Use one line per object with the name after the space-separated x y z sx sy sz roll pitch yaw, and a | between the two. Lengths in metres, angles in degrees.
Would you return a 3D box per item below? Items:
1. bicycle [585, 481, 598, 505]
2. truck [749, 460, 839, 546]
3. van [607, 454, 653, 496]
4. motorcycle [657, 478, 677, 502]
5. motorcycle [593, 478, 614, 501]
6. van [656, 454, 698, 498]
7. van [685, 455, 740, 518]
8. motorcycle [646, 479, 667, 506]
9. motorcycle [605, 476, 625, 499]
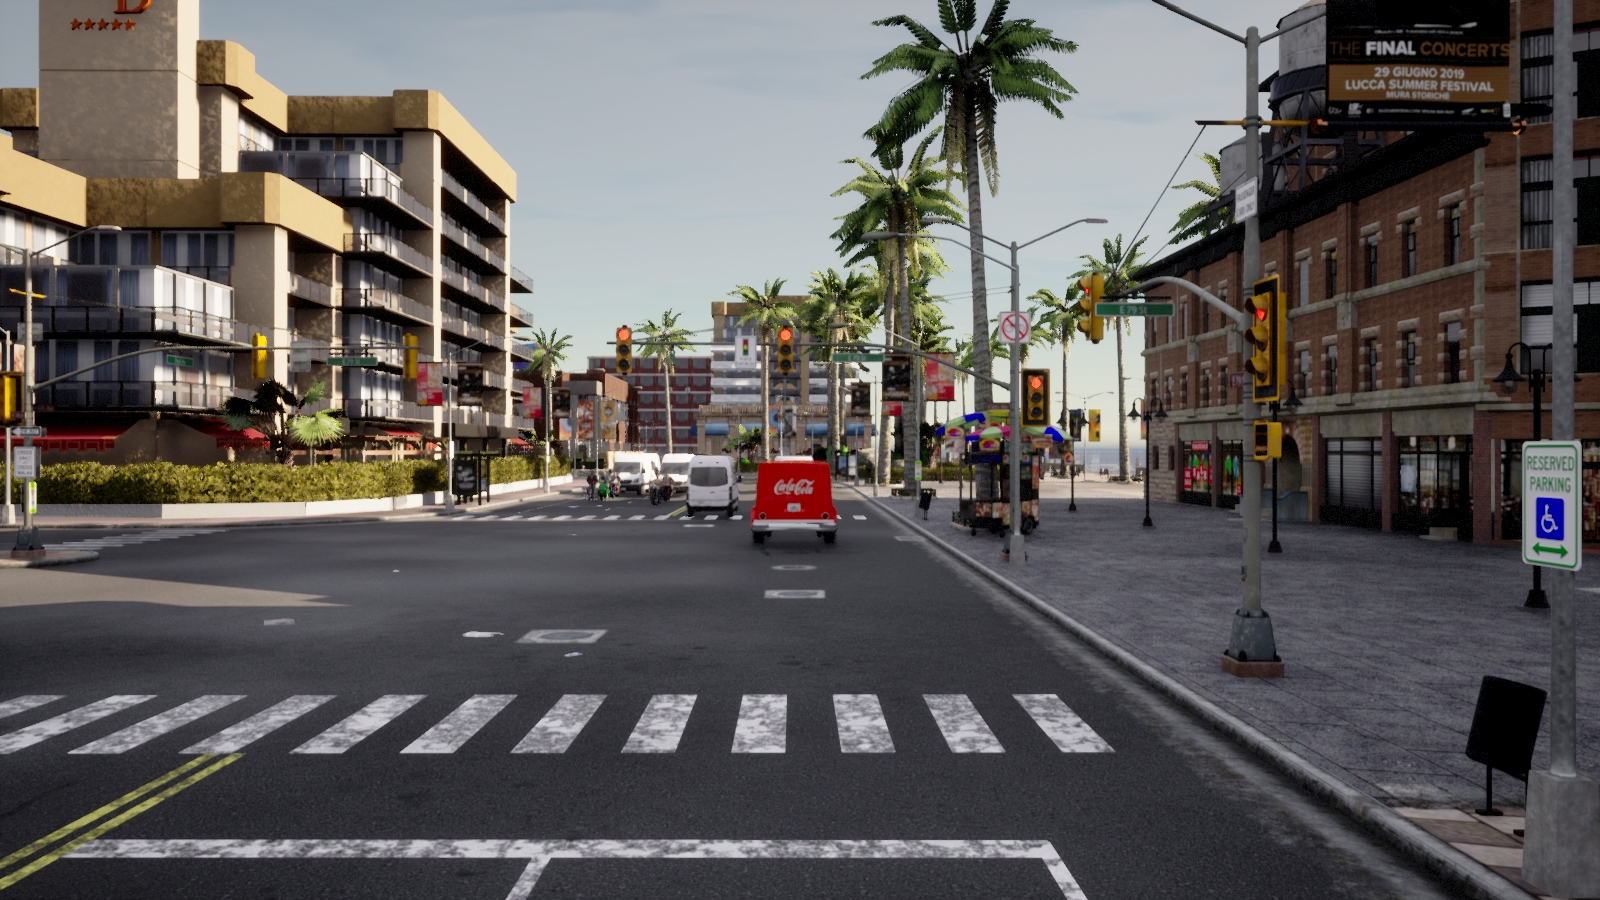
-10.810 2.207 59.203 0.329 1.171 1.835 0 0 0 | bicycle
-0.185 1.566 35.908 2.627 2.467 5.204 0 0 0 | truck
-10.790 1.530 73.068 1.988 2.561 5.915 0 0 1 | van
-7.347 2.202 63.362 0.867 1.251 2.209 0 0 0 | motorcycle
-10.863 2.179 63.204 0.856 1.236 1.805 0 0 0 | motorcycle
-7.389 1.531 69.227 1.988 2.561 5.915 0 0 -1 | van
-3.756 1.532 49.979 1.988 2.561 5.915 0 0 0 | van
-7.309 2.167 58.205 0.764 1.277 2.356 0 0 0 | motorcycle
-10.875 2.201 67.200 0.867 1.251 2.209 0 0 0 | motorcycle
